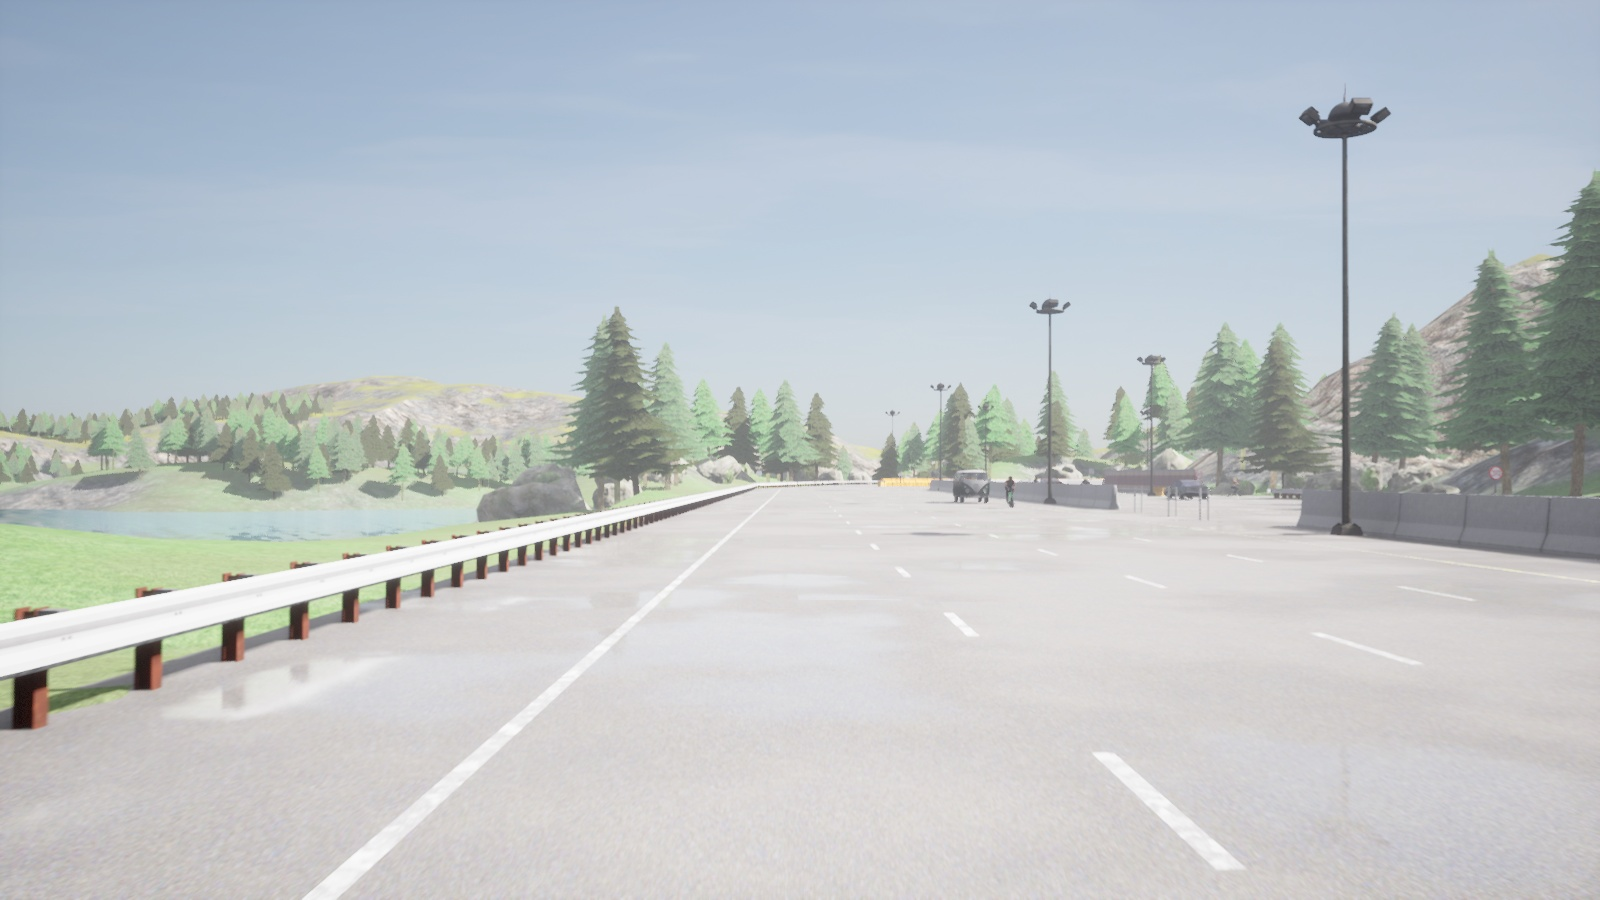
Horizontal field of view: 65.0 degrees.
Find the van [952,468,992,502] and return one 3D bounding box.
[{"bbox_3d":[10.305,2.085,75.410,1.775,1.987,4.442,0,-1,0],"label":"van"}]

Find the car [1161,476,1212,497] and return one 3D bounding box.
[{"bbox_3d":[27.766,2.618,90.431,2.033,1.411,5.357,0,-1,0],"label":"car"}]
